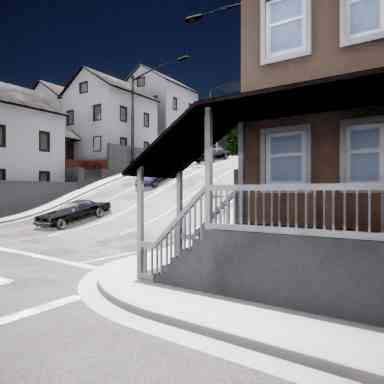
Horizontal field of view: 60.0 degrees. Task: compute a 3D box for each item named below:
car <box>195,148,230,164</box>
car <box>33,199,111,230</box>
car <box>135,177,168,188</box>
[{"bbox_3d":[2.170,-3.893,35.296,1.895,1.301,4.718,0,12,36],"label":"car"},{"bbox_3d":[-7.528,1.290,21.125,1.895,1.301,4.718,0,11,34],"label":"car"},{"bbox_3d":[-2.898,-1.522,27.921,1.812,1.442,4.674,-1,19,33],"label":"car"}]
